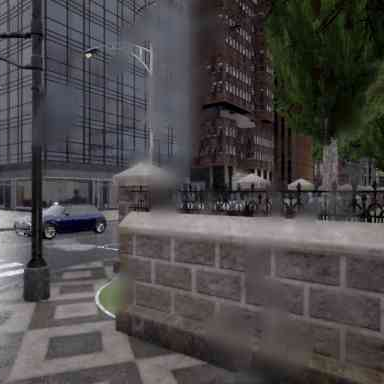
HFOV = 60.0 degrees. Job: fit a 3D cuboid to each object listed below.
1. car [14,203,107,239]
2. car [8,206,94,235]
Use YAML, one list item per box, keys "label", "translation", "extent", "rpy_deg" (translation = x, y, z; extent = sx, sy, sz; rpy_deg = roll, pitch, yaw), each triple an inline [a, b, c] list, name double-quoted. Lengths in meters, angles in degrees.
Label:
- label: "car"
  translation: [-6.881, 1.426, 17.829]
  extent: [2.097, 1.767, 4.553]
  rpy_deg: [0, 0, 36]
- label: "car"
  translation: [-8.445, 1.632, 20.222]
  extent: [2.008, 1.369, 4.403]
  rpy_deg: [0, -1, 36]
